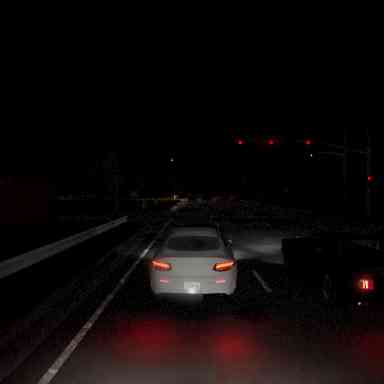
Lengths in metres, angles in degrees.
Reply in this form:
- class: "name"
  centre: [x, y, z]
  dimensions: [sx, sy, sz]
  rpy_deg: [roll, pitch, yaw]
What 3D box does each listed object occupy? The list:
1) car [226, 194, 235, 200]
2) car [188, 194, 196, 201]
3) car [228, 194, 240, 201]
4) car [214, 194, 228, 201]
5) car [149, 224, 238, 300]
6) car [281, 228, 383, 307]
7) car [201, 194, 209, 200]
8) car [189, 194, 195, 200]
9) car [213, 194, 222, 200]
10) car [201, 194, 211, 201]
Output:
- class: "car"
  centre: [10.513, 1.310, 91.193]
  dimensions: [1.882, 1.535, 5.008]
  rpy_deg: [0, 0, 0]
- class: "car"
  centre: [0.012, 1.531, 80.775]
  dimensions: [2.033, 1.411, 5.357]
  rpy_deg: [0, 0, 0]
- class: "car"
  centre: [10.512, 1.469, 80.773]
  dimensions: [1.882, 1.535, 5.008]
  rpy_deg: [0, 0, 0]
- class: "car"
  centre: [7.012, 1.348, 81.160]
  dimensions: [2.097, 1.767, 4.553]
  rpy_deg: [0, 0, 0]
- class: "car"
  centre: [0.075, 1.526, 8.297]
  dimensions: [1.812, 1.442, 4.674]
  rpy_deg: [0, 0, 2]
- class: "car"
  centre: [3.564, 1.601, 7.906]
  dimensions: [1.895, 1.301, 4.718]
  rpy_deg: [0, 0, 0]
- class: "car"
  centre: [3.513, 1.357, 91.194]
  dimensions: [2.128, 1.511, 4.902]
  rpy_deg: [0, 0, 0]
- class: "car"
  centre: [0.013, 1.332, 91.194]
  dimensions: [1.837, 1.490, 4.892]
  rpy_deg: [0, 0, 0]
- class: "car"
  centre: [7.013, 1.357, 91.193]
  dimensions: [2.128, 1.511, 4.902]
  rpy_deg: [0, 0, 0]
- class: "car"
  centre: [3.512, 1.348, 81.161]
  dimensions: [2.097, 1.767, 4.553]
  rpy_deg: [0, 0, 0]
